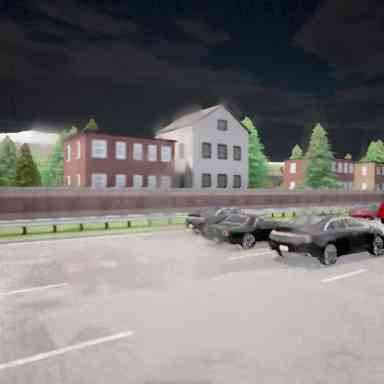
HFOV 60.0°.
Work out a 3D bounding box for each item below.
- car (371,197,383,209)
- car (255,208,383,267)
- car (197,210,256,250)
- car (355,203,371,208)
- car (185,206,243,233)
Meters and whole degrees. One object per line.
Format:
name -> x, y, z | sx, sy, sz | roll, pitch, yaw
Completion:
car -> 15.201, 1.229, 23.221 | 5.566, 2.045, 2.150 | 0, 0, -35
car -> 4.778, 1.494, 11.498 | 4.902, 1.511, 2.128 | 0, 0, -35
car -> 2.788, 1.603, 14.374 | 4.718, 1.301, 1.895 | 0, 0, -35
car -> 14.698, 1.569, 27.151 | 4.181, 1.385, 1.994 | 0, 0, -35
car -> 1.938, 1.495, 18.059 | 4.902, 1.511, 2.128 | 0, 0, -35
